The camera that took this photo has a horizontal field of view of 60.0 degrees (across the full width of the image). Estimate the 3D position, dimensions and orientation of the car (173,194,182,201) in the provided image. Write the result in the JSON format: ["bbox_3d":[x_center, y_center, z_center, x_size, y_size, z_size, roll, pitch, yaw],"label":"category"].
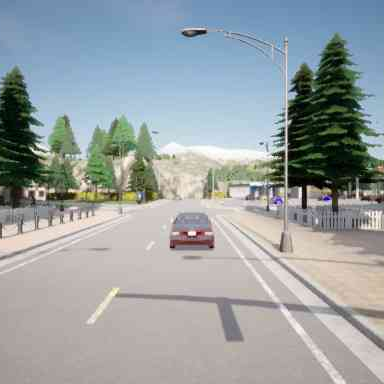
[{"bbox_3d":[-3.500,1.318,80.393,2.097,1.767,4.553,0,0,0],"label":"car"}]

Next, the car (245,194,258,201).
[{"bbox_3d":[14.203,1.338,81.304,2.007,1.523,4.514,0,0,0],"label":"car"}]

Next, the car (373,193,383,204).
[{"bbox_3d":[32.538,1.096,54.950,1.932,1.855,4.605,0,0,0],"label":"car"}]

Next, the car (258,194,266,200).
[{"bbox_3d":[17.341,1.329,81.325,2.152,1.636,5.027,0,0,0],"label":"car"}]

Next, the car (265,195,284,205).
[{"bbox_3d":[13.956,1.372,55.271,1.845,1.501,3.633,0,0,0],"label":"car"}]

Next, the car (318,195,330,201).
[{"bbox_3d":[29.110,1.319,73.535,1.845,1.501,3.633,0,0,0],"label":"car"}]

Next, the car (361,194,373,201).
[{"bbox_3d":[39.102,1.297,73.394,2.007,1.523,4.514,0,0,0],"label":"car"}]

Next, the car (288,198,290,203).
[{"bbox_3d":[17.009,1.383,62.662,1.970,1.475,3.806,0,0,0],"label":"car"}]

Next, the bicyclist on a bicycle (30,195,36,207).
[{"bbox_3d":[-21.786,1.283,45.623,0.582,1.620,1.656,0,0,1],"label":"bicyclist on a bicycle"}]

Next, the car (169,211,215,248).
[{"bbox_3d":[0.000,1.562,14.650,2.033,1.411,5.357,0,0,0],"label":"car"}]
